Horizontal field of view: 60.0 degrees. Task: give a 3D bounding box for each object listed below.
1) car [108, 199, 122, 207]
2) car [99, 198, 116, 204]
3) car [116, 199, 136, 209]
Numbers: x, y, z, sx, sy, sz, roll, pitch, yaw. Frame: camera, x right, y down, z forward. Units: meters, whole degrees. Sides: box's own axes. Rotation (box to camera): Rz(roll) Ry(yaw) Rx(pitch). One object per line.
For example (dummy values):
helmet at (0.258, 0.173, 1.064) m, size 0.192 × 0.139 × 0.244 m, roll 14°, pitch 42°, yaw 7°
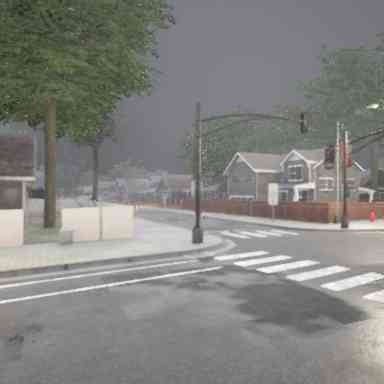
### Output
car at (-14.873, 2.116, 64.118) m, size 1.994 × 1.385 × 4.181 m, roll 0°, pitch -1°, yaw -24°
car at (-14.810, 1.844, 57.320) m, size 2.097 × 1.767 × 4.553 m, roll 0°, pitch -1°, yaw -24°
car at (-10.570, 1.984, 54.626) m, size 1.837 × 1.490 × 4.892 m, roll 0°, pitch -1°, yaw -24°
